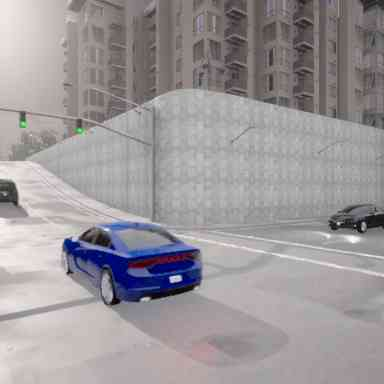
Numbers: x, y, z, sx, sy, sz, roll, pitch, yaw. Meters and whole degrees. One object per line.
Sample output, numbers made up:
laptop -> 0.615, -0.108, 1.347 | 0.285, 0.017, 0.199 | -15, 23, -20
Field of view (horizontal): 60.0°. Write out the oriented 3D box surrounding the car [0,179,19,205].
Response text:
car -> -16.468, -0.132, 28.718 | 2.150, 2.045, 5.566 | 0, 9, -36

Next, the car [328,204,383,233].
car -> 10.066, 1.505, 19.780 | 4.892, 1.490, 1.837 | 0, 0, -36

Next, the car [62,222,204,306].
car -> -1.750, 1.480, 8.245 | 1.882, 1.535, 5.008 | 0, 0, -36
